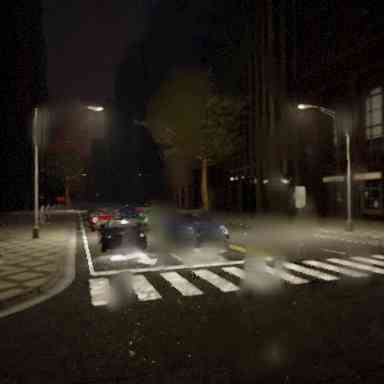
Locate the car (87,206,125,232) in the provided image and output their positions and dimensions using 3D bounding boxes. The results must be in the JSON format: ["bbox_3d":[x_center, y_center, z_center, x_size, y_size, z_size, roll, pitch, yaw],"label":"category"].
[{"bbox_3d":[-6.636,2.004,25.369,2.097,1.767,4.553,0,-1,-19],"label":"car"}]

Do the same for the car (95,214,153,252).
[{"bbox_3d":[-3.409,1.970,15.991,1.994,1.385,4.181,0,-1,-19],"label":"car"}]

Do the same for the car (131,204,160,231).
[{"bbox_3d":[-2.839,1.938,24.325,2.097,1.767,4.553,0,-1,-19],"label":"car"}]

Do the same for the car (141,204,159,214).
[{"bbox_3d":[-7.389,2.882,57.847,2.128,1.511,4.902,0,-1,-19],"label":"car"}]

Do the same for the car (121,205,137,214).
[{"bbox_3d":[-11.261,3.017,59.415,2.033,1.411,5.357,0,-1,-19],"label":"car"}]

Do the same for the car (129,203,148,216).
[{"bbox_3d":[-8.059,2.575,50.094,2.097,1.767,4.553,0,-1,-19],"label":"car"}]

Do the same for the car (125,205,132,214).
[{"bbox_3d":[-6.908,2.375,36.186,1.882,1.535,5.008,0,-1,-19],"label":"car"}]

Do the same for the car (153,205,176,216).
[{"bbox_3d":[-4.032,2.682,48.202,2.033,1.411,5.357,0,-1,-18],"label":"car"}]

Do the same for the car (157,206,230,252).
[{"bbox_3d":[0.057,1.719,15.971,2.097,1.767,4.553,0,-1,-20],"label":"car"}]
